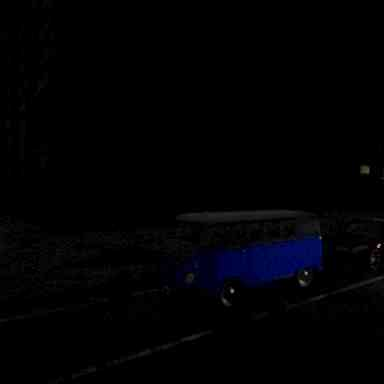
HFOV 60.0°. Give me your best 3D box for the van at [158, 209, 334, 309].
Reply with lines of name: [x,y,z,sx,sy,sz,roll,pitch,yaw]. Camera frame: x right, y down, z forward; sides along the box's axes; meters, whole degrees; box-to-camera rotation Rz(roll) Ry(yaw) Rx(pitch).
van: [1.224,1.317,7.516,3.998,1.788,1.690,0,0,-35]

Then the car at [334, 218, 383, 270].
car: [5.785,1.532,10.769,4.206,1.307,1.802,0,0,-35]
